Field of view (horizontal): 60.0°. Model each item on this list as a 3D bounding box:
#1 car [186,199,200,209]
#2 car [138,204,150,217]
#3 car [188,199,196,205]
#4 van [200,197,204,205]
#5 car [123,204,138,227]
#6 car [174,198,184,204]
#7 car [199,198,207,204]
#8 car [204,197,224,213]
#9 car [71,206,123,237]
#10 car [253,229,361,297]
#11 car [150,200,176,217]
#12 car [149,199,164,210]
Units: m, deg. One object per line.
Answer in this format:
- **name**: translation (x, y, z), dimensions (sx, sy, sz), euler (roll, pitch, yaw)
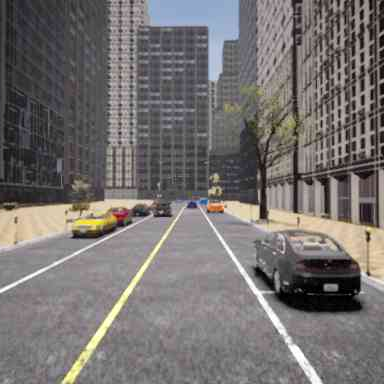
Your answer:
- **car**: translation (0.033, 2.136, 57.394), dimensions (1.812, 1.442, 4.674), euler (0, -1, 0)
- **car**: translation (-5.661, 1.960, 36.855), dimensions (1.947, 1.339, 4.313), euler (1, -1, 0)
- **car**: translation (0.045, 2.382, 77.486), dimensions (1.895, 1.301, 4.718), euler (0, -1, 0)
- **van**: translation (2.745, 2.148, 76.343), dimensions (1.690, 1.788, 3.998), euler (1, -1, 0)
- **car**: translation (-5.667, 1.820, 25.570), dimensions (1.887, 1.381, 4.507), euler (1, -1, 0)
- **car**: translation (-2.957, 1.998, 75.724), dimensions (1.882, 1.535, 5.008), euler (0, -1, 0)
- **car**: translation (2.750, 2.364, 87.624), dimensions (1.967, 1.590, 4.097), euler (1, -1, 0)
- **car**: translation (3.025, 1.822, 44.083), dimensions (2.097, 1.767, 4.553), euler (0, -1, 0)
- **car**: translation (-5.671, 1.738, 19.758), dimensions (1.752, 1.417, 4.829), euler (1, -1, 0)
- **car**: translation (2.703, 1.645, 8.649), dimensions (2.008, 1.369, 4.403), euler (1, -1, 0)
- **car**: translation (-3.075, 1.888, 35.740), dimensions (1.837, 1.490, 4.892), euler (0, -1, 0)
- **car**: translation (-5.650, 2.012, 53.784), dimensions (1.967, 1.590, 4.097), euler (1, -1, 0)
